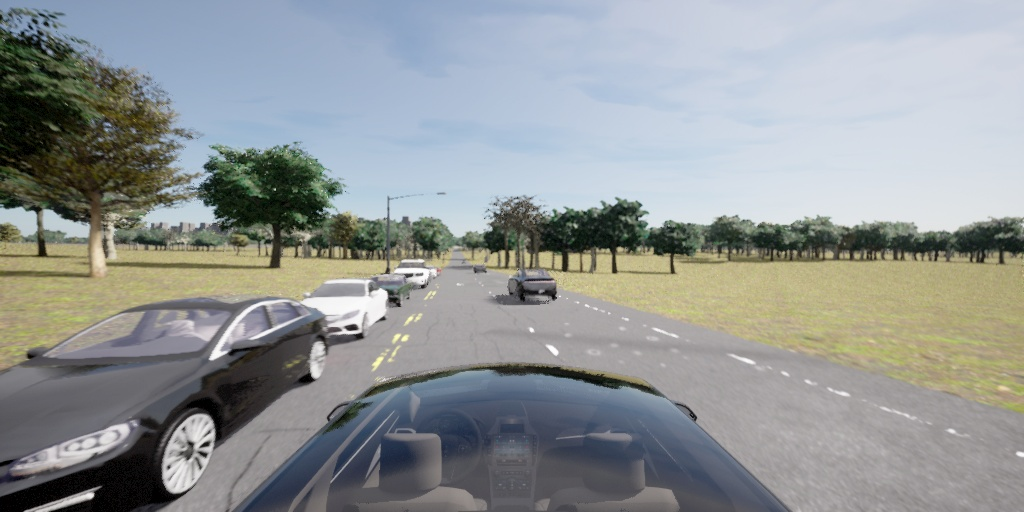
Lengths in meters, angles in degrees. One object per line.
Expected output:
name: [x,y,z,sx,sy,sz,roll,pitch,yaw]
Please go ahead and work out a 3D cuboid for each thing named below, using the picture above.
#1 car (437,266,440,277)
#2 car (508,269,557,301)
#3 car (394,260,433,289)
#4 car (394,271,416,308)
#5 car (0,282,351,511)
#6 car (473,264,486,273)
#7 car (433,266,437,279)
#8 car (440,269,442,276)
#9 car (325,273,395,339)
car: [-9.279,1.761,39.422,1.812,1.442,4.674,0,-1,-8]
car: [0.960,1.443,18.753,2.128,1.511,4.902,0,-1,-9]
car: [-7.334,1.291,26.451,2.150,2.045,5.566,0,-1,-9]
car: [-5.772,1.545,16.526,1.895,1.301,4.718,0,-1,-9]
car: [-3.850,1.285,4.378,2.128,1.511,4.902,0,-1,-9]
car: [-5.230,1.962,57.867,2.128,1.511,4.902,0,-1,-9]
car: [-8.384,1.701,33.173,2.033,1.411,5.357,0,-1,-9]
car: [-10.048,1.917,45.408,1.895,1.301,4.718,0,-1,-6]
car: [-4.818,1.395,10.472,1.812,1.442,4.674,0,-1,-9]
